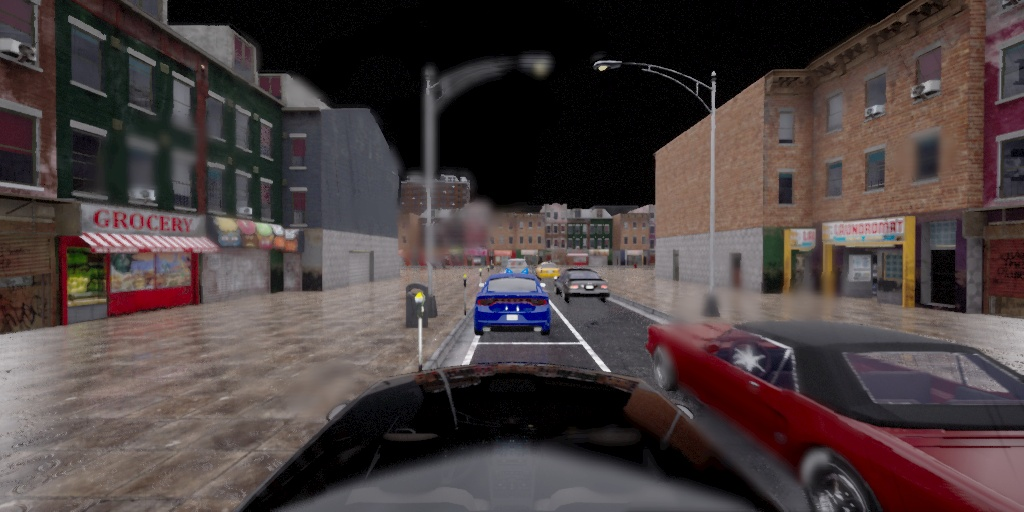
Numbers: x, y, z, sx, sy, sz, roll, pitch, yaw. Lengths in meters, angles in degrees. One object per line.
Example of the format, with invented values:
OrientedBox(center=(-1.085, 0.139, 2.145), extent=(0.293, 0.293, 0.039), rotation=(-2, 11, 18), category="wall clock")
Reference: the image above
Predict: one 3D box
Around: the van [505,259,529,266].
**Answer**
OrientedBox(center=(0.382, 1.095, 27.349), extent=(1.690, 1.789, 3.998), rotation=(0, 0, 0), category="van")

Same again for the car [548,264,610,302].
OrientedBox(center=(3.122, 1.298, 16.924), extent=(2.033, 1.411, 5.357), rotation=(0, 0, 0), category="car")

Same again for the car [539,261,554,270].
OrientedBox(center=(3.022, 1.213, 30.849), extent=(1.801, 1.575, 5.366), rotation=(0, 0, 0), category="car")

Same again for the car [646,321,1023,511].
OrientedBox(center=(3.120, 1.350, 3.797), extent=(1.895, 1.301, 4.718), rotation=(0, 0, 0), category="car")

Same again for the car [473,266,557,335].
OrientedBox(center=(0.006, 1.227, 10.501), extent=(1.882, 1.535, 5.008), rotation=(0, 0, 0), category="car")
